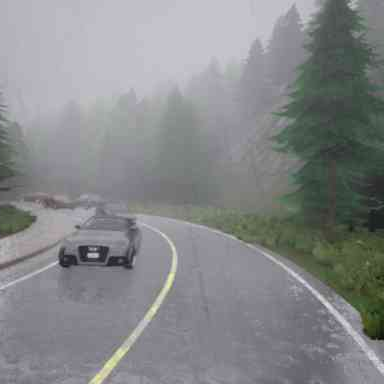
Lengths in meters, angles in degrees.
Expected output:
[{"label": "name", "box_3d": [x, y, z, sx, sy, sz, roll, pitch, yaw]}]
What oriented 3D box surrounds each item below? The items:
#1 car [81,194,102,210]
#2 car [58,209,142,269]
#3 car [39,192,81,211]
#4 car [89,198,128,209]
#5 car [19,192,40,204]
[{"label": "car", "box_3d": [-11.297, 0.958, 36.396, 2.097, 1.767, 4.553, 2, 0, -41]}, {"label": "car", "box_3d": [-2.710, 1.470, 10.685, 1.994, 1.385, 4.181, 2, 0, -4]}, {"label": "car", "box_3d": [-13.234, 0.996, 33.106, 1.882, 1.535, 5.008, 3, 0, -40]}, {"label": "car", "box_3d": [-4.973, 1.383, 21.124, 2.033, 1.411, 5.357, 2, 0, -24]}, {"label": "car", "box_3d": [-20.228, 0.728, 43.232, 5.008, 1.535, 1.882, 3, 0, 26]}]
